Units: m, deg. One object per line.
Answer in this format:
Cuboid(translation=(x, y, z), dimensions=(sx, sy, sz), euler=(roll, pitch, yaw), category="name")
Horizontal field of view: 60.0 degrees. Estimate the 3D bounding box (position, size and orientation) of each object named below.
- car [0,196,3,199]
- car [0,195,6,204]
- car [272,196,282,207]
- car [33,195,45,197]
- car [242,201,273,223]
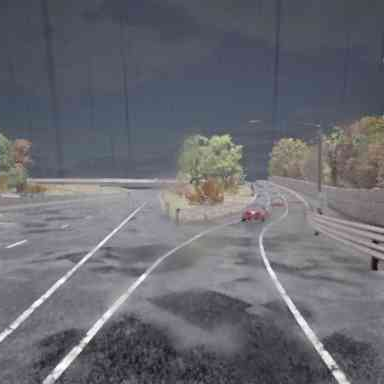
Cuboid(translation=(-26.481, 1.400, 45.060), dimensions=(1.895, 1.301, 4.718), euler=(0, 0, -5), category="car")
Cuboid(translation=(-34.858, 1.263, 58.315), dimensions=(2.128, 1.511, 4.902), euler=(0, 0, -6), category="car")
Cuboid(translation=(15.870, 2.006, 62.021), dimensions=(1.895, 1.301, 4.718), euler=(1, 2, 15), category="car")
Cuboid(translation=(-28.071, 1.293, 60.744), dimensions=(1.837, 1.490, 4.892), euler=(0, 1, -6), category="car")
Cuboid(translation=(6.271, 1.979, 32.236), dimensions=(2.097, 1.767, 4.553), euler=(1, -1, 20), category="car")
